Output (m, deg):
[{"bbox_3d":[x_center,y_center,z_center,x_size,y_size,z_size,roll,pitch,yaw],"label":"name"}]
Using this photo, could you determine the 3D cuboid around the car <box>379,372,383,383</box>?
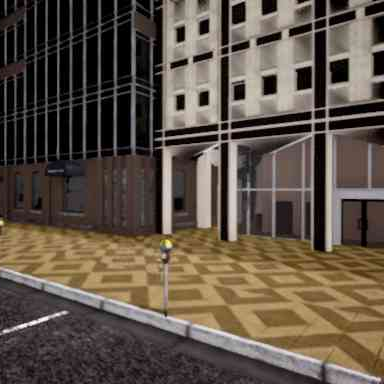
[{"bbox_3d":[3.104,1.333,0.663,5.009,1.841,2.192,1,0,36],"label":"car"}]
